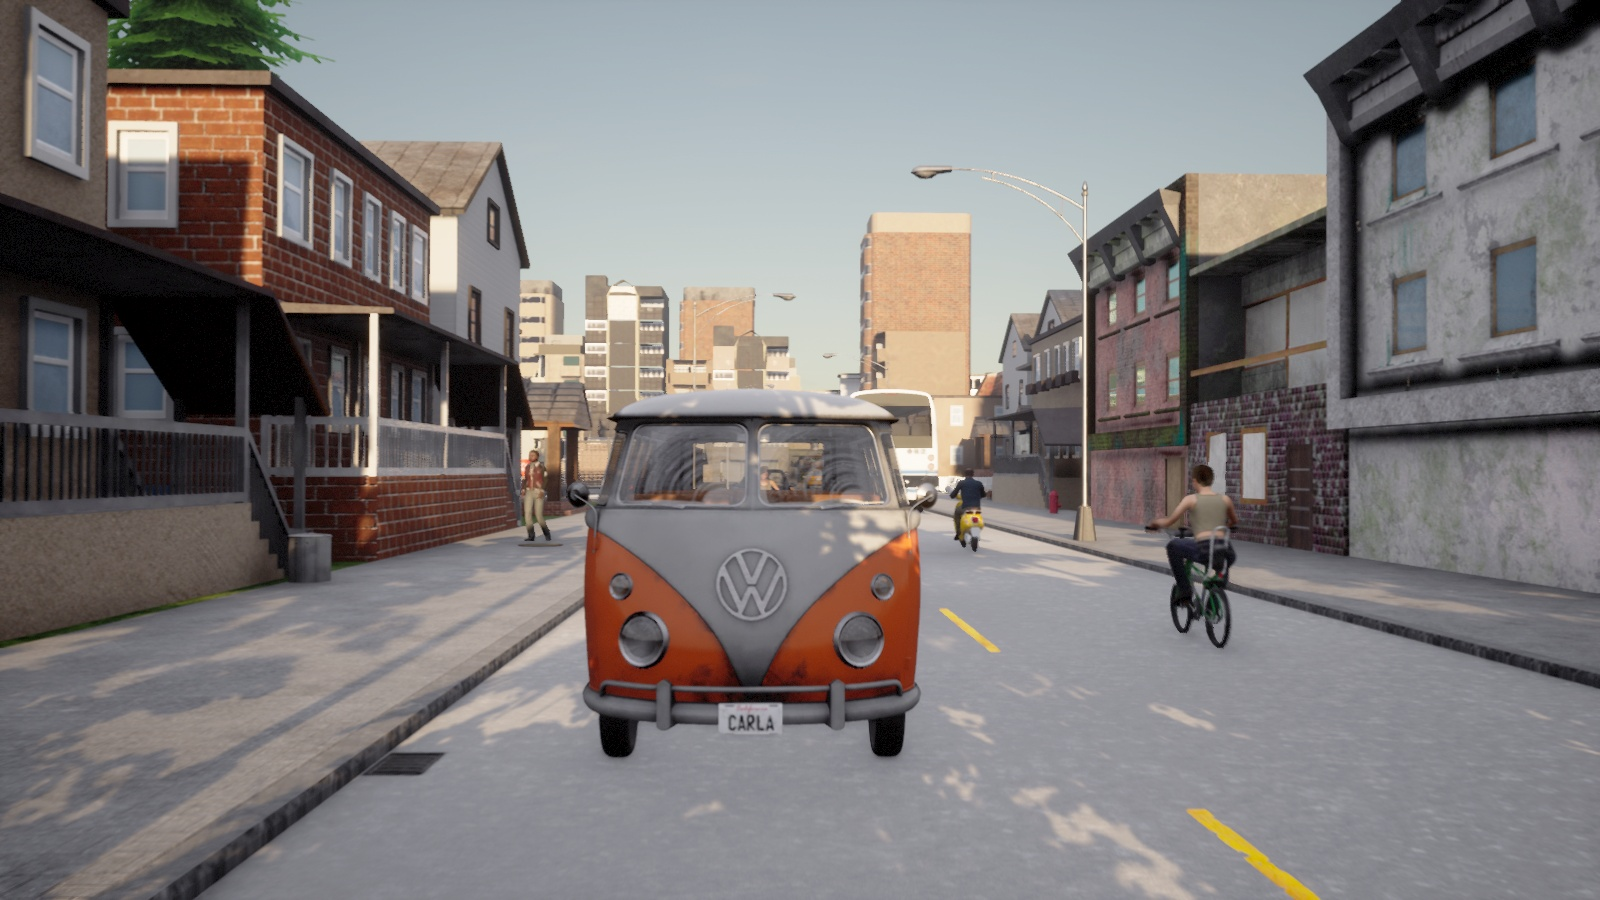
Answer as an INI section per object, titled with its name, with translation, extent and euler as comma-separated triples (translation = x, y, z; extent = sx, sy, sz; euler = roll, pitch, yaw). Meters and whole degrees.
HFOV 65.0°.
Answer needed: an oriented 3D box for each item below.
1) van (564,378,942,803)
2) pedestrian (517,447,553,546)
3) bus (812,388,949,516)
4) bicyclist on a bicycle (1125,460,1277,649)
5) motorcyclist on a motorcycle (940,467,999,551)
[van]
translation = -0.277, 0.689, 8.137
extent = 1.775, 1.987, 4.442
euler = 0, -1, -1
[pedestrian]
translation = -5.244, 0.920, 24.858
extent = 0.402, 1.930, 0.666
euler = -1, -1, 18
[bus]
translation = 2.750, 0.142, 47.240
extent = 3.944, 4.253, 10.273
euler = 0, -1, -3
[bicyclist on a bicycle]
translation = 3.639, 0.909, 11.538
extent = 0.866, 1.612, 1.509
euler = 0, -1, -2
[motorcyclist on a motorcycle]
translation = 3.304, 1.126, 24.613
extent = 0.866, 1.590, 1.817
euler = 0, -1, -1
